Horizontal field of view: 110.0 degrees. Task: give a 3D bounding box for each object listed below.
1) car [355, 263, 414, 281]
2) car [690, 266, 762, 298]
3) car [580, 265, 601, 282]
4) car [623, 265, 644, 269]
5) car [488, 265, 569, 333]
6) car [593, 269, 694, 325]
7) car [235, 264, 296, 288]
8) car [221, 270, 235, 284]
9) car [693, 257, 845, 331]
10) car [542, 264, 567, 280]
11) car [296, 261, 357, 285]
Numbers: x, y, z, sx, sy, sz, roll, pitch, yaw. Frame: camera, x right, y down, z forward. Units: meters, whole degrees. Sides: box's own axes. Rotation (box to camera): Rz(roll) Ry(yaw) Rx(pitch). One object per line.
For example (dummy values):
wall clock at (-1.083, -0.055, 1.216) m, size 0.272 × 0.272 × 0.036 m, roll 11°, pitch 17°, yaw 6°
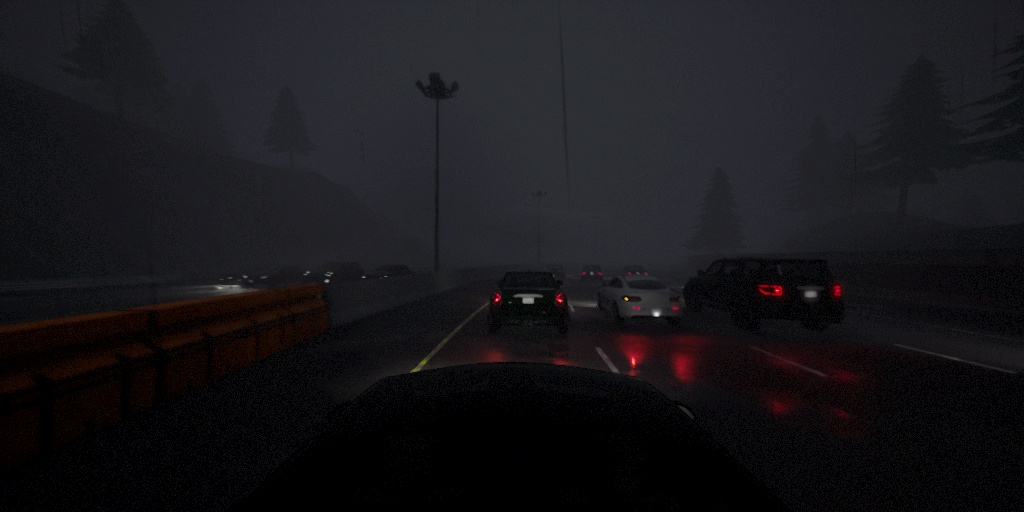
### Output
car at (-8.591, 1.310, 25.240) m, size 1.837 × 1.490 × 4.892 m, roll 0°, pitch 0°, yaw 9°
car at (12.144, 1.382, 20.747) m, size 1.837 × 1.490 × 4.892 m, roll 0°, pitch 0°, yaw 8°
car at (6.818, 1.441, 30.630) m, size 2.033 × 1.411 × 5.357 m, roll 0°, pitch 0°, yaw 13°
car at (10.438, 1.457, 30.810) m, size 2.033 × 1.411 × 5.357 m, roll 0°, pitch 0°, yaw 13°
car at (0.533, 1.141, 11.089) m, size 2.097 × 1.767 × 4.553 m, roll 0°, pitch 0°, yaw 3°
car at (4.086, 1.334, 12.017) m, size 1.812 × 1.442 × 4.674 m, roll 0°, pitch 0°, yaw 4°
car at (-15.780, 1.297, 24.454) m, size 1.812 × 1.442 × 4.674 m, roll 0°, pitch 0°, yaw 8°
car at (-18.995, 1.329, 26.540) m, size 1.994 × 1.385 × 4.181 m, roll 0°, pitch 0°, yaw 9°
car at (7.538, 1.043, 11.488) m, size 2.150 × 2.045 × 5.566 m, roll 0°, pitch 0°, yaw 4°
car at (4.247, 1.500, 34.971) m, size 1.895 × 1.301 × 4.718 m, roll 0°, pitch 0°, yaw 13°
car at (-12.173, 1.140, 24.860) m, size 2.097 × 1.767 × 4.553 m, roll 0°, pitch 0°, yaw 9°
